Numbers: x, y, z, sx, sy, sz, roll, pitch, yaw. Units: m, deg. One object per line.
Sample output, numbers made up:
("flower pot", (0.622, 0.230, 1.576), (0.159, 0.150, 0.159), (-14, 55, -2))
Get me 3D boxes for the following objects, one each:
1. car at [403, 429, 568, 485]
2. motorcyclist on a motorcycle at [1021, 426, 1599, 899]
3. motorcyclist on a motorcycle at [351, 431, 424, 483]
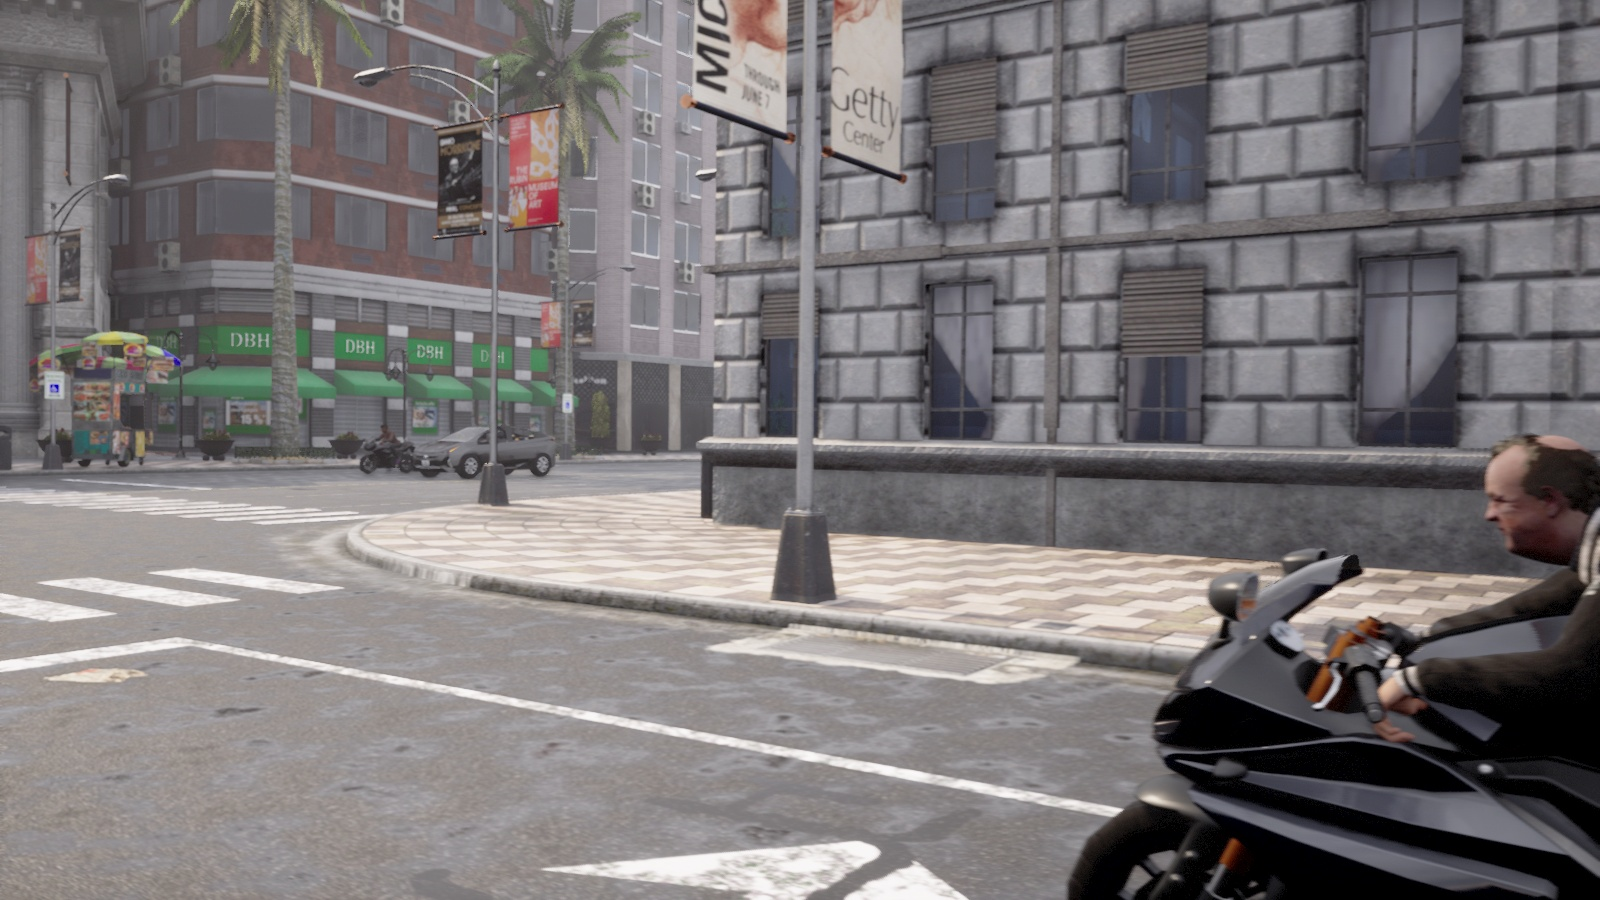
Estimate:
("car", (-9.194, 0.151, 37.001), (2.007, 1.525, 4.514), (0, 1, 34))
("motorcyclist on a motorcycle", (1.643, 0.717, 2.532), (2.191, 1.530, 0.866), (0, 1, 34))
("motorcyclist on a motorcycle", (-12.530, 0.187, 38.214), (0.797, 1.523, 2.044), (0, 1, 34))
